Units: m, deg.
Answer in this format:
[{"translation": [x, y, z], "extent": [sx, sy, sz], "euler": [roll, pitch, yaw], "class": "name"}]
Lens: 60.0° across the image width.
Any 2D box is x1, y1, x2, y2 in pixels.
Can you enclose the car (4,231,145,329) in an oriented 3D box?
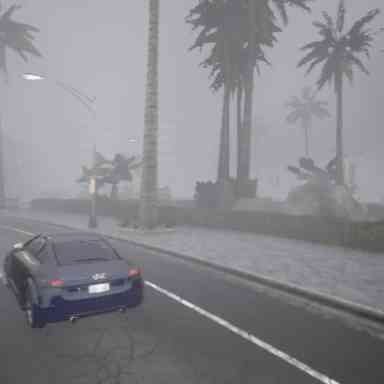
[{"translation": [-2.664, 1.517, 7.068], "extent": [1.994, 1.385, 4.181], "euler": [1, 0, -35], "class": "car"}]
